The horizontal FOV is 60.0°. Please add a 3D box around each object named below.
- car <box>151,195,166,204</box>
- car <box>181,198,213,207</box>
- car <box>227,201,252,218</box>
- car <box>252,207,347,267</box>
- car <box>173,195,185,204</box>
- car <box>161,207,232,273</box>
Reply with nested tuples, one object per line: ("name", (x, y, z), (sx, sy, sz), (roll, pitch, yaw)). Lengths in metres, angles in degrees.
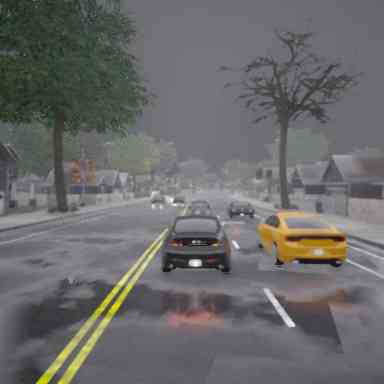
("car", (-5.232, 1.193, 52.205), (1.994, 1.385, 4.181), (0, 0, 2))
("car", (0.559, 1.381, 25.245), (2.033, 1.411, 5.357), (0, 0, 2))
("car", (3.896, 1.420, 27.450), (1.895, 1.301, 4.718), (0, 0, 2))
("car", (3.430, 1.407, 11.250), (1.882, 1.535, 5.008), (0, 1, 2))
("car", (-1.963, 1.174, 52.640), (2.033, 1.411, 5.357), (0, 0, 2))
("car", (0.155, 1.440, 10.405), (1.837, 1.490, 4.892), (0, 0, 2))
